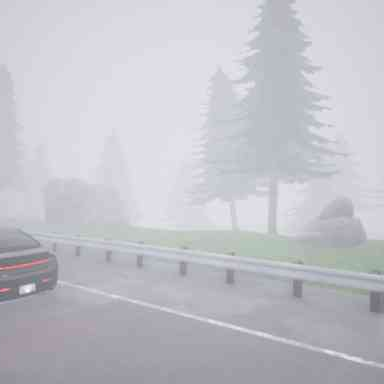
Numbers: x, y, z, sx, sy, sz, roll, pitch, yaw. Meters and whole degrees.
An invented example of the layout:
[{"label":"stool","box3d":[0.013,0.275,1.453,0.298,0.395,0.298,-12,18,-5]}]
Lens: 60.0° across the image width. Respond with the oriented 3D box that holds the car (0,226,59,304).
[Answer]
[{"label":"car","box3d":[-4.977,1.510,7.417,4.892,1.490,1.837,0,0,35]}]
